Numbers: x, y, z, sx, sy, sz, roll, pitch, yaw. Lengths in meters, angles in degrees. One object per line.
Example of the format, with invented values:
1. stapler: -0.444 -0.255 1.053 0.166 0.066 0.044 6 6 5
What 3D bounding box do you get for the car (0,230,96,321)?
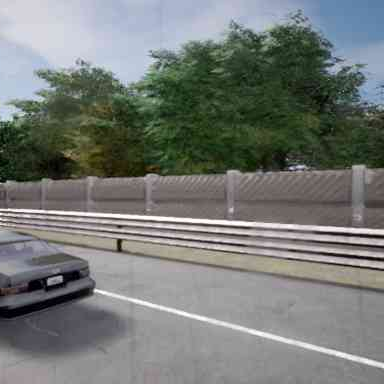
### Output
1. car: -4.362 1.537 7.046 5.357 1.411 2.033 0 0 35
